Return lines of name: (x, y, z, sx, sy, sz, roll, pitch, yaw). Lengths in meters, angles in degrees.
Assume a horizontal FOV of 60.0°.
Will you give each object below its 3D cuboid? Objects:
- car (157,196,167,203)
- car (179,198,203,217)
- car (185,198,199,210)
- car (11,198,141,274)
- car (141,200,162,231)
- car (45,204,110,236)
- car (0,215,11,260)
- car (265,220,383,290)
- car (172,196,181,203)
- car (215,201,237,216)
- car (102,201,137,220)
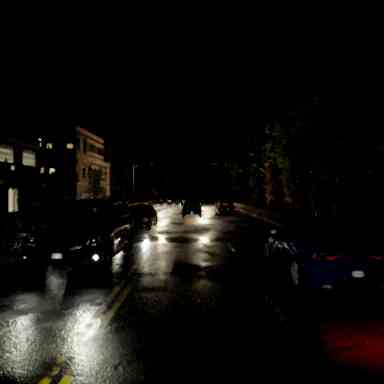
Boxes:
car: (-6.497, 1.608, 71.975, 1.812, 1.442, 4.674, 0, 0, 0)
car: (0.006, 1.594, 32.114, 1.837, 1.490, 4.892, 0, 0, 0)
car: (0.043, 1.601, 45.864, 1.882, 1.535, 5.008, 0, 0, 1)
car: (-3.342, 1.253, 11.059, 2.150, 2.045, 5.566, 0, 0, 1)
car: (-3.327, 1.537, 21.425, 1.882, 1.535, 5.008, 0, 0, 1)
car: (-6.579, 1.546, 19.774, 2.128, 1.511, 4.902, 0, 0, 0)
car: (-6.596, 1.521, 10.320, 2.128, 1.511, 4.902, 0, 0, 0)
car: (3.350, 1.503, 9.178, 1.882, 1.535, 5.008, 0, 0, 0)
car: (-3.247, 1.583, 71.975, 1.837, 1.490, 4.892, 0, 0, 0)
car: (3.347, 1.639, 33.259, 2.033, 1.411, 5.357, 0, 0, 0)
car: (-6.547, 1.632, 30.634, 2.033, 1.411, 5.357, 0, 0, 1)
